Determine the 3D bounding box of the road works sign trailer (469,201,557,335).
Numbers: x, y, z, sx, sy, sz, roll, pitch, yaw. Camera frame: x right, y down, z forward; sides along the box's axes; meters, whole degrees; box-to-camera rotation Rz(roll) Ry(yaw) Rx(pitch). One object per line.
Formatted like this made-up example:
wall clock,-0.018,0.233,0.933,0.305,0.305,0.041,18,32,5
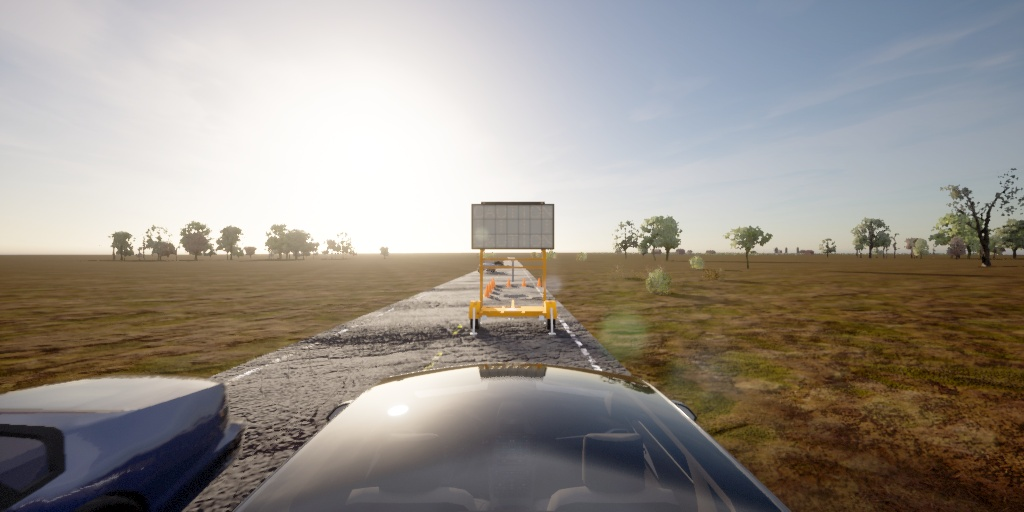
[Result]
road works sign trailer,0.026,0.214,10.518,2.380,3.560,2.880,0,0,0

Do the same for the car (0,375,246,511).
car,-3.105,1.297,0.525,2.033,1.411,5.357,0,0,0

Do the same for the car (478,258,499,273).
car,-2.987,1.241,42.556,2.128,1.511,4.902,0,0,0
